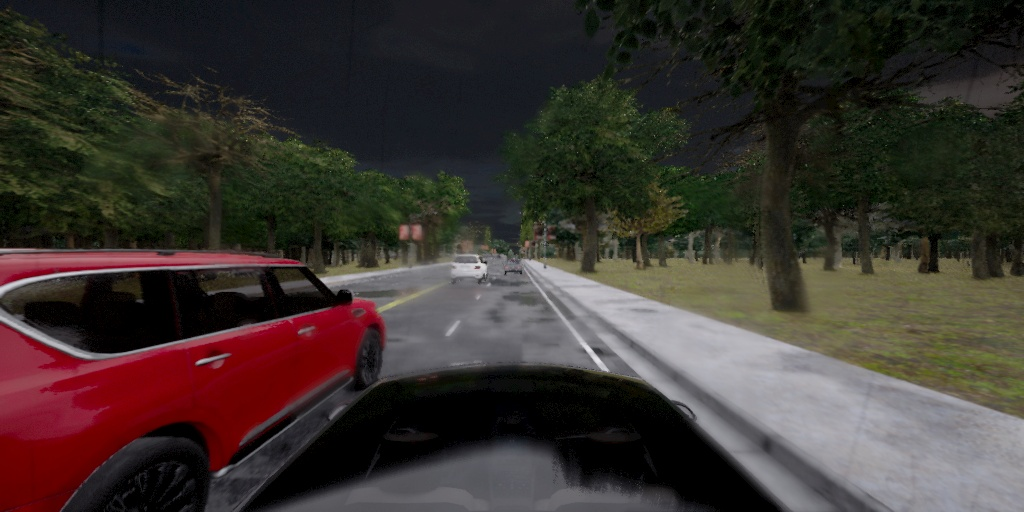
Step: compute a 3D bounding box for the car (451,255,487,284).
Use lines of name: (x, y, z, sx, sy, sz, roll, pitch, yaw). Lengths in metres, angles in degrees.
car: (-3.084, 0.932, 26.546, 2.150, 2.045, 5.566, 0, 0, 0)

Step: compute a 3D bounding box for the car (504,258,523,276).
car: (0.122, 1.143, 36.267, 2.033, 1.411, 5.357, 0, 0, 0)

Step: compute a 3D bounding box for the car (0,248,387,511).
car: (-3.148, 0.970, 3.592, 2.150, 2.045, 5.566, 0, 0, 0)
